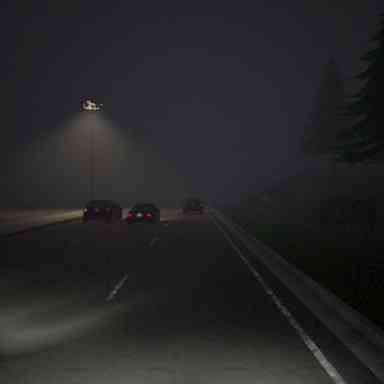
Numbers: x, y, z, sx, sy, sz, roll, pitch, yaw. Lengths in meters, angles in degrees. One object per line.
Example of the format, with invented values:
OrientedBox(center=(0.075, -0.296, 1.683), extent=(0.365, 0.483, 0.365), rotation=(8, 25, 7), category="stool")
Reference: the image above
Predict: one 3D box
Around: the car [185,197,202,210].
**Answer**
OrientedBox(center=(0.265, 1.491, 44.536), extent=(2.128, 1.511, 4.902), rotation=(0, 0, 2), category="car")

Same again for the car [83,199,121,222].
OrientedBox(center=(-6.901, 1.353, 26.211), extent=(2.097, 1.767, 4.553), rotation=(0, 0, 0), category="car")

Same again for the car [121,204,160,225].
OrientedBox(center=(-3.400, 1.547, 23.995), extent=(2.033, 1.411, 5.357), rotation=(0, 0, 0), category="car")

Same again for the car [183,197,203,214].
OrientedBox(center=(0.097, 1.352, 35.325), extent=(2.097, 1.767, 4.553), rotation=(0, 0, 0), category="car")
